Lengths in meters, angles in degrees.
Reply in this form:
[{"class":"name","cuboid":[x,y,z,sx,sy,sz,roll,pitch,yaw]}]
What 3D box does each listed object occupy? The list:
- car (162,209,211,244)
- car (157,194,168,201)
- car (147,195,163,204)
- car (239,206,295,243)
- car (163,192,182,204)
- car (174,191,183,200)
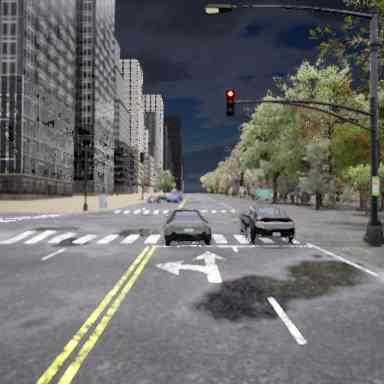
[{"class":"car","cuboid":[-0.316,1.484,15.269,1.994,1.385,4.181,0,0,-5]},{"class":"car","cuboid":[-6.413,1.205,72.949,1.895,1.301,4.718,0,0,0]},{"class":"car","cuboid":[-6.499,1.195,56.760,2.128,1.511,4.902,0,0,0]},{"class":"car","cuboid":[3.357,1.383,15.547,2.128,1.511,4.902,1,2,0]},{"class":"car","cuboid":[-3.250,1.183,56.310,1.882,1.535,5.008,0,0,0]},{"class":"car","cuboid":[-3.164,0.842,72.591,2.150,2.045,5.566,0,0,0]}]
